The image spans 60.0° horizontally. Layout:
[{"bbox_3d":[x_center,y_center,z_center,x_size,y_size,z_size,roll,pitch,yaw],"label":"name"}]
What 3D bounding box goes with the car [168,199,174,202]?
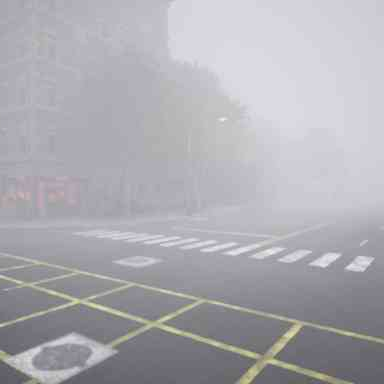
[{"bbox_3d":[-5.213,1.328,54.285,4.892,1.490,1.837,0,0,36],"label":"car"}]
